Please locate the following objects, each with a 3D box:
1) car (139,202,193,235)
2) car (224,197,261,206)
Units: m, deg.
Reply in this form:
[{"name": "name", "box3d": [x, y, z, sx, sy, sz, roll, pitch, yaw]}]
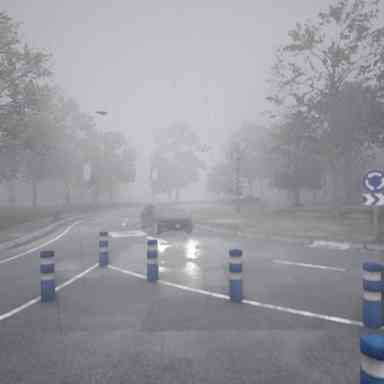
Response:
[{"name": "car", "box3d": [-1.571, 1.335, 18.209, 1.882, 1.535, 5.008, -2, 1, -21]}, {"name": "car", "box3d": [6.484, 1.052, 43.056, 4.718, 1.301, 1.895, -1, 1, -26]}]
